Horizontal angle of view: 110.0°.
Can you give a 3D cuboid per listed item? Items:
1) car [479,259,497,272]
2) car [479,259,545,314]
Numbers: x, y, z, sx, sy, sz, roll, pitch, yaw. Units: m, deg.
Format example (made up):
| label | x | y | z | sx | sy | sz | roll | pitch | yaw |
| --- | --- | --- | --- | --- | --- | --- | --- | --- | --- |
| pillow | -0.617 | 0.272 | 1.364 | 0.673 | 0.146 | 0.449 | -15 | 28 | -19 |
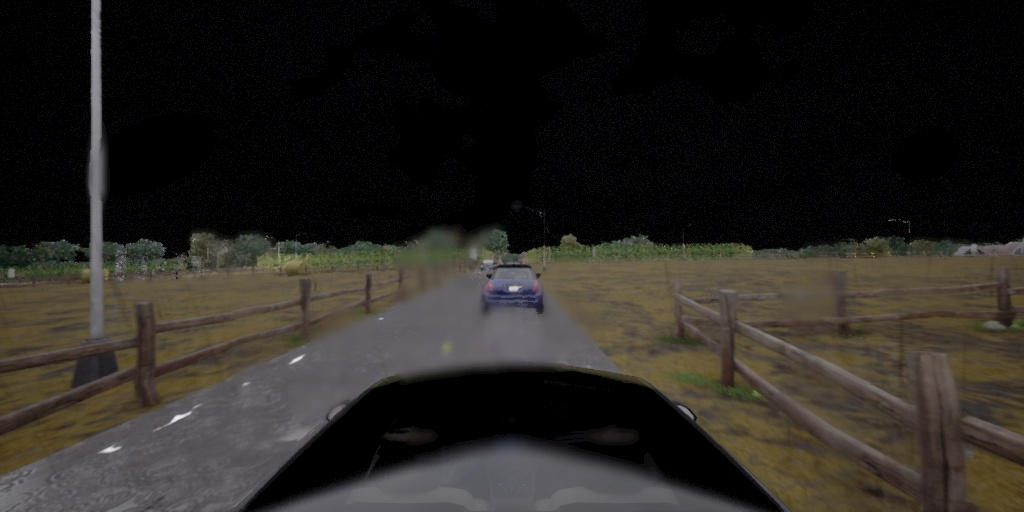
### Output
| label | x | y | z | sx | sy | sz | roll | pitch | yaw |
| --- | --- | --- | --- | --- | --- | --- | --- | --- | --- |
| car | -2.837 | 1.127 | 43.335 | 1.812 | 1.442 | 4.674 | 0 | 0 | 0 |
| car | 0.070 | 1.077 | 13.734 | 2.097 | 1.767 | 4.553 | 0 | 0 | 0 |
